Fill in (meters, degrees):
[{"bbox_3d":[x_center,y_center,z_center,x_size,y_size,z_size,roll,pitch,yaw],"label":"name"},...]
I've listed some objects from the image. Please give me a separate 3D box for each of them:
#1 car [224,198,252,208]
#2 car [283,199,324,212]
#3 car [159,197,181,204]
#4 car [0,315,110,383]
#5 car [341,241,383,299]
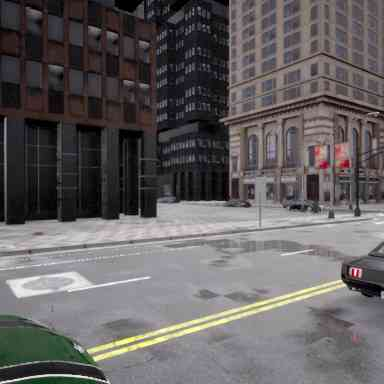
[{"bbox_3d":[6.467,1.601,47.111,1.994,1.385,4.181,0,0,-36],"label":"car"},{"bbox_3d":[12.744,1.517,38.244,2.128,1.511,4.902,0,0,-35],"label":"car"},{"bbox_3d":[-4.234,1.608,62.342,2.033,1.411,5.357,0,0,-35],"label":"car"},{"bbox_3d":[-2.605,1.352,1.579,4.553,1.767,2.097,0,0,-36],"label":"car"},{"bbox_3d":[5.383,1.600,7.284,4.718,1.301,1.895,0,0,-35],"label":"car"}]
